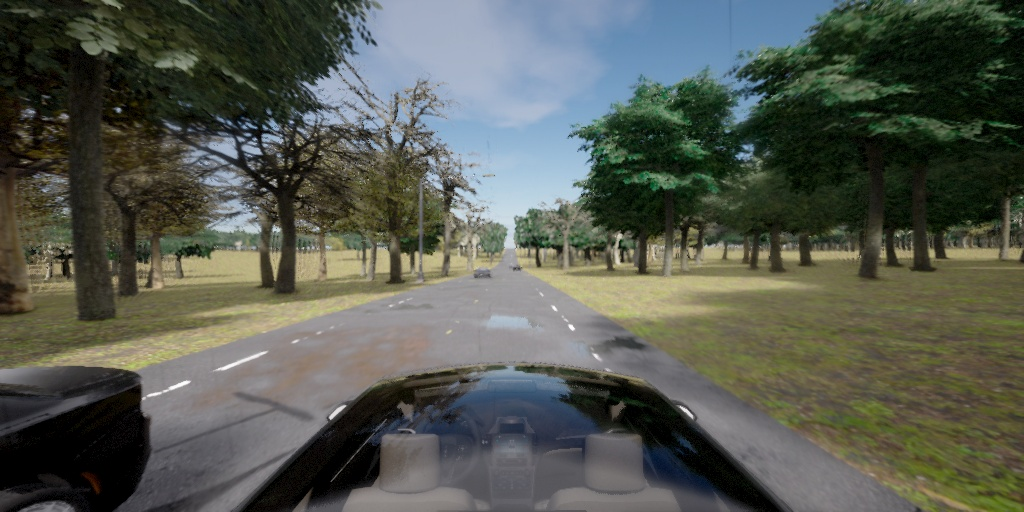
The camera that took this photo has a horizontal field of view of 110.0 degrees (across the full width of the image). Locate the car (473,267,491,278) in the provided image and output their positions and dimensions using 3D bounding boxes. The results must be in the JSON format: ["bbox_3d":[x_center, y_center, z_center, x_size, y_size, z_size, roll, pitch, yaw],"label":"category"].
[{"bbox_3d":[-3.571,2.040,43.942,1.994,1.385,4.181,0,-1,0],"label":"car"}]

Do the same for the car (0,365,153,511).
[{"bbox_3d":[-3.599,1.219,0.501,1.882,1.535,5.008,0,0,0],"label":"car"}]
